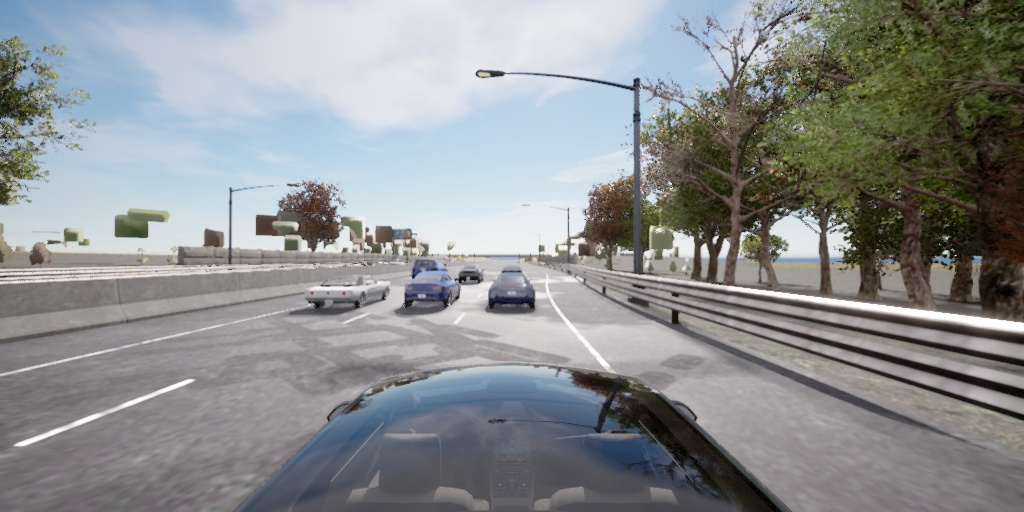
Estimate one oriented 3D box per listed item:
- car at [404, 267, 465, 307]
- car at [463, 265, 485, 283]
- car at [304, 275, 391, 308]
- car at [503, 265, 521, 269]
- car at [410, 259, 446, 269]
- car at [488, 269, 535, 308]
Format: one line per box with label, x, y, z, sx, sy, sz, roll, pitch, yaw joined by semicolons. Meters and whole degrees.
car;-3.498;1.414;16.238;1.812;1.442;4.674;0;0;0
car;-3.502;1.546;31.159;1.837;1.490;4.892;0;0;0
car;-7.002;1.487;15.957;1.895;1.301;4.718;0;-1;0
car;0.000;1.518;31.324;1.882;1.535;5.008;0;0;0
car;-7.006;1.252;30.867;2.150;2.045;5.566;0;0;0
car;0.000;1.452;16.150;1.994;1.385;4.181;0;-1;0
